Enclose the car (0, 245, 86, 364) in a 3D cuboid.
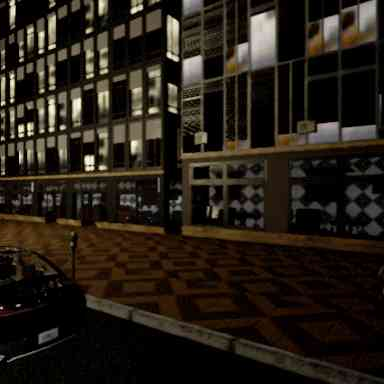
[{"bbox_3d":[-3.563,1.554,5.412,4.403,1.369,2.008,0,0,35],"label":"car"}]
